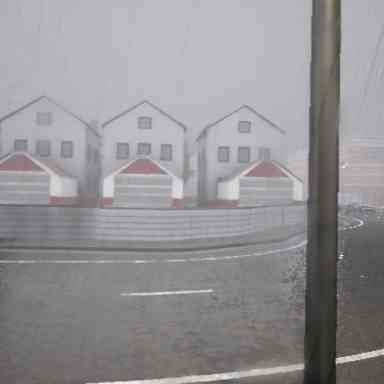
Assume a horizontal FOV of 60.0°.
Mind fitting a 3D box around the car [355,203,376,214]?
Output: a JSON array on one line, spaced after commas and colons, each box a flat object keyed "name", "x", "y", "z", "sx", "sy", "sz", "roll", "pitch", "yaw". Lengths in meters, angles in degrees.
[{"name": "car", "x": 22.062, "y": 2.142, "z": 44.028, "sx": 2.033, "sy": 1.411, "sz": 5.357, "roll": 1, "pitch": 0, "yaw": -1}]

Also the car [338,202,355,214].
[{"name": "car", "x": 18.540, "y": 2.029, "z": 42.863, "sx": 1.837, "sy": 1.490, "sz": 4.892, "roll": 1, "pitch": -1, "yaw": -1}]

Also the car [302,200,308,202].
[{"name": "car", "x": 20.584, "y": 2.162, "z": 61.203, "sx": 2.033, "sy": 1.411, "sz": 5.357, "roll": 1, "pitch": 0, "yaw": -6}]
